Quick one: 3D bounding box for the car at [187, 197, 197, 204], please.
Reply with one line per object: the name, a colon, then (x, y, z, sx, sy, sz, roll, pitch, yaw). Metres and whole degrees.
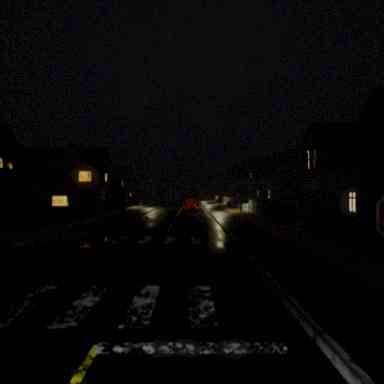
car: (-0.053, 1.662, 63.692, 1.895, 1.301, 4.718, 0, 0, 0)

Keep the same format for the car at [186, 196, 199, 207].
car: (0.057, 1.382, 53.472, 2.097, 1.767, 4.553, 0, 0, 0)
